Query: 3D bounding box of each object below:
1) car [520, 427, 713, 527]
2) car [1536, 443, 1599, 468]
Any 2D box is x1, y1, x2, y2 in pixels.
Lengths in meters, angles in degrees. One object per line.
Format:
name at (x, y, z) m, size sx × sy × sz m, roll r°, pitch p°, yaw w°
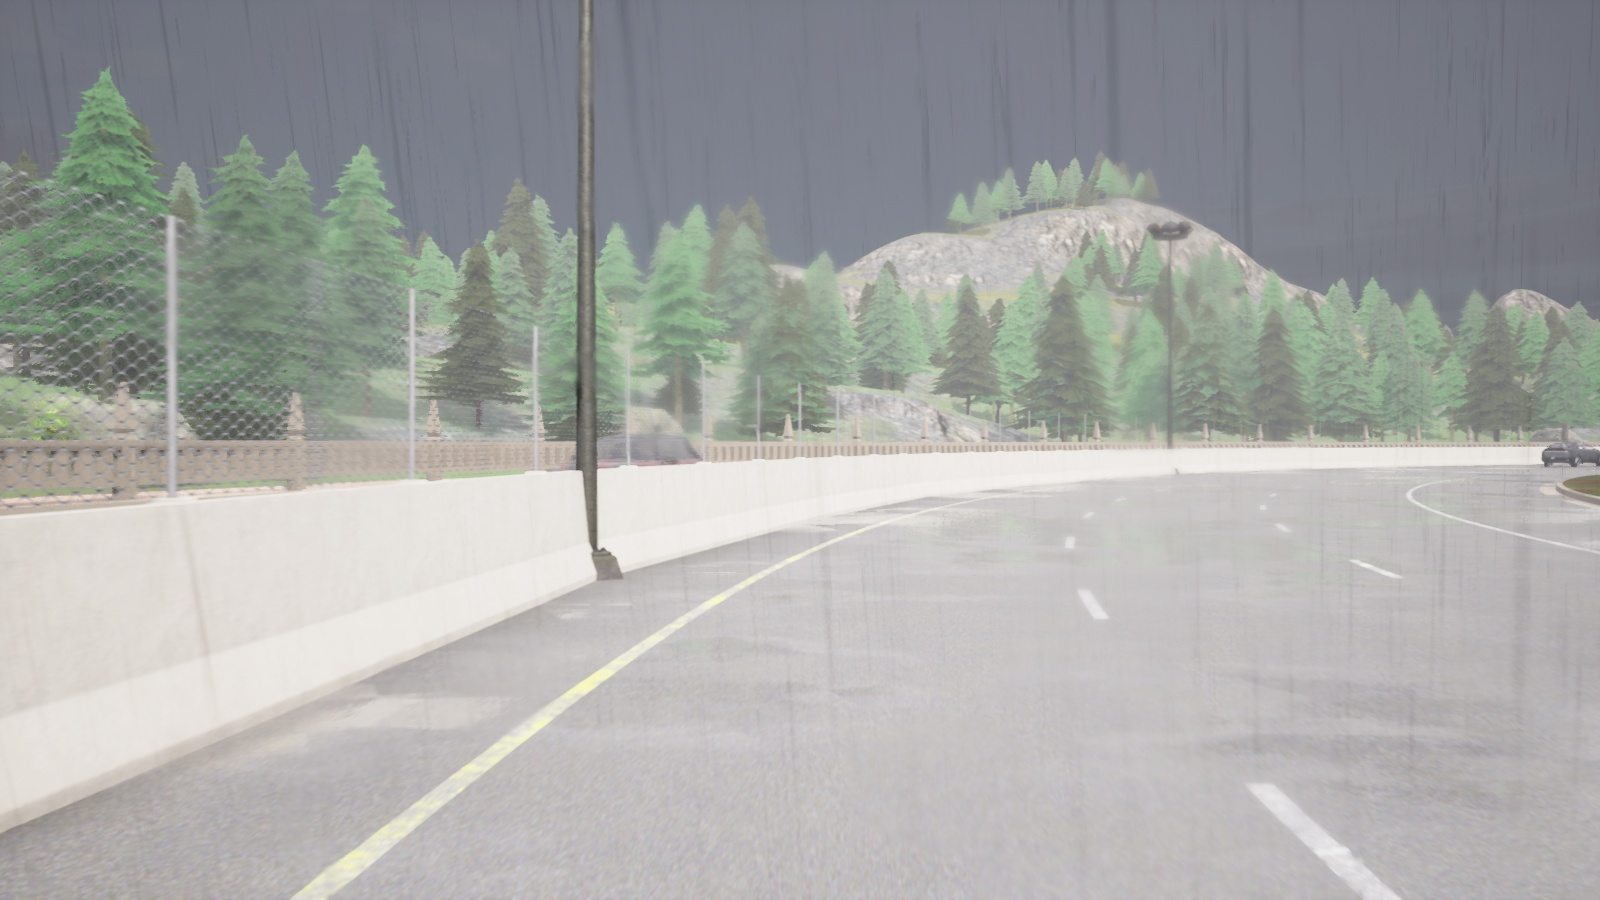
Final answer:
car at (-3.467, 0.462, 24.753) m, size 2.097 × 1.767 × 4.553 m, roll 0°, pitch 0°, yaw 16°
car at (47.185, 0.325, 76.394) m, size 4.902 × 1.511 × 2.128 m, roll 0°, pitch 0°, yaw -32°
